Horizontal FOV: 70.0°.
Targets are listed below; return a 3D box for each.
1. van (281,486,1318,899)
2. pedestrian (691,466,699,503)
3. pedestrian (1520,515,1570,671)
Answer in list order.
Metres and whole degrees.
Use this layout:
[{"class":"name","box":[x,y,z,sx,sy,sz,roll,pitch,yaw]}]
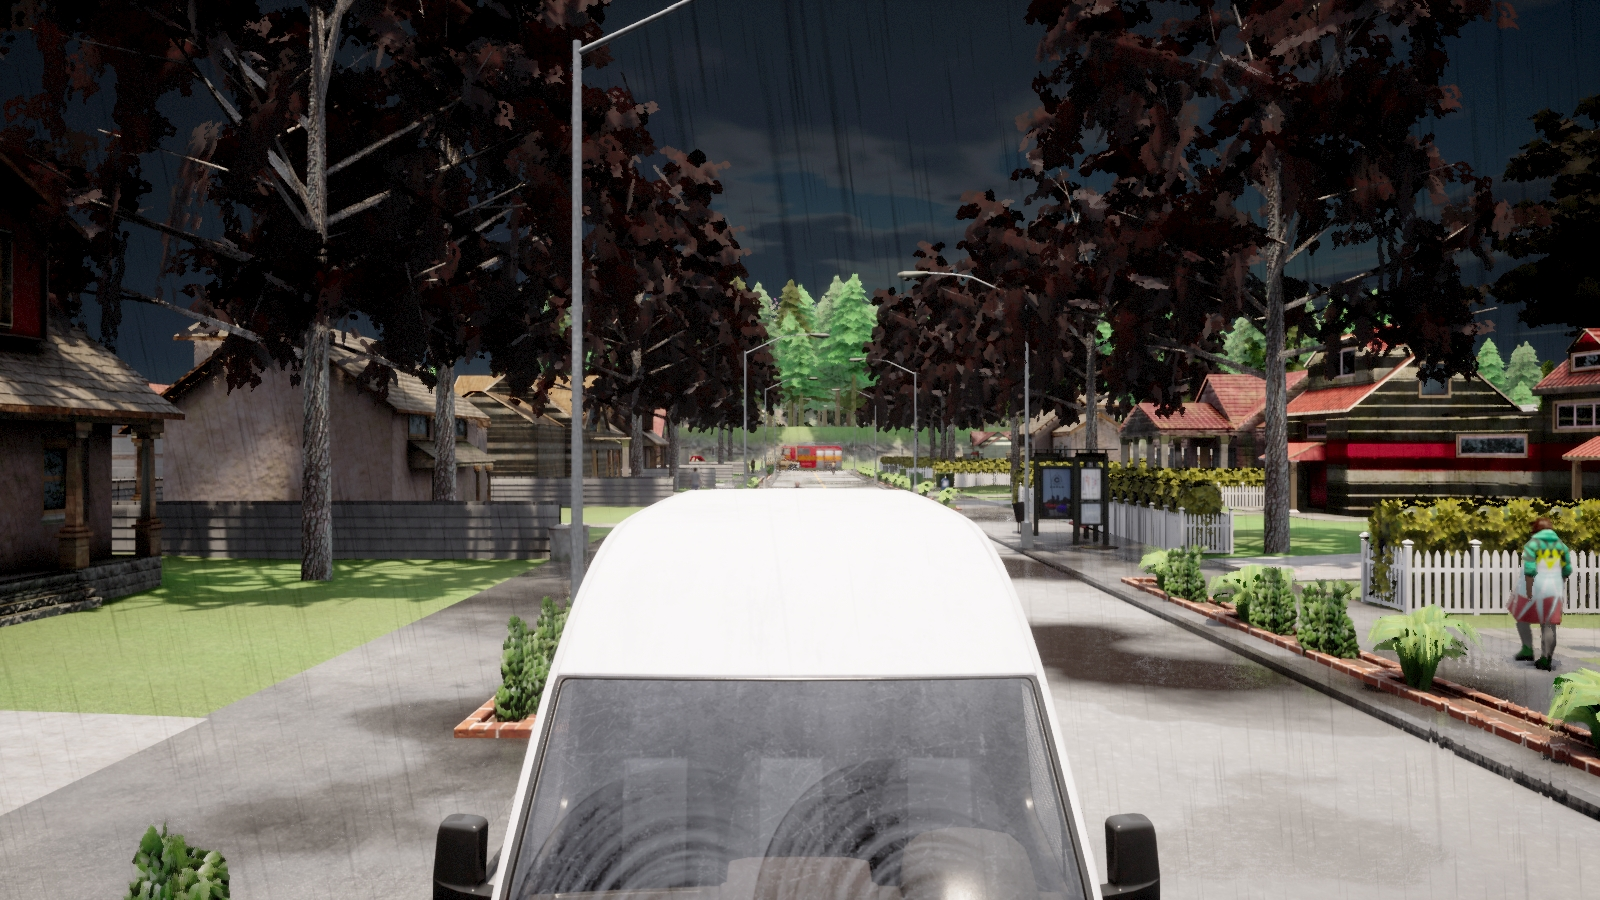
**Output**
[{"class":"van","box":[-0.006,1.534,5.149,1.988,2.561,5.915,0,0,0]},{"class":"pedestrian","box":[-5.329,1.743,57.886,0.375,1.860,0.375,0,0,3]},{"class":"pedestrian","box":[9.143,1.744,14.032,0.375,1.860,0.375,0,0,5]}]
